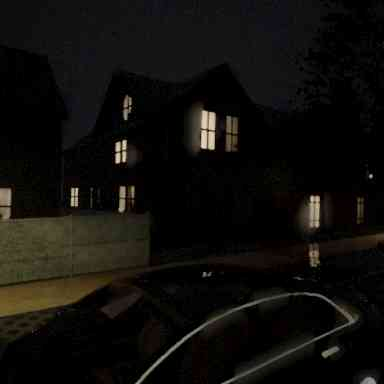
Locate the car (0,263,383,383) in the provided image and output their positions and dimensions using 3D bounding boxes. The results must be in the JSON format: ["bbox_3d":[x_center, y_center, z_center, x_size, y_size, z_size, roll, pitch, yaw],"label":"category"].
[{"bbox_3d":[-0.130,1.514,2.856,4.892,1.490,1.837,1,0,-36],"label":"car"}]
